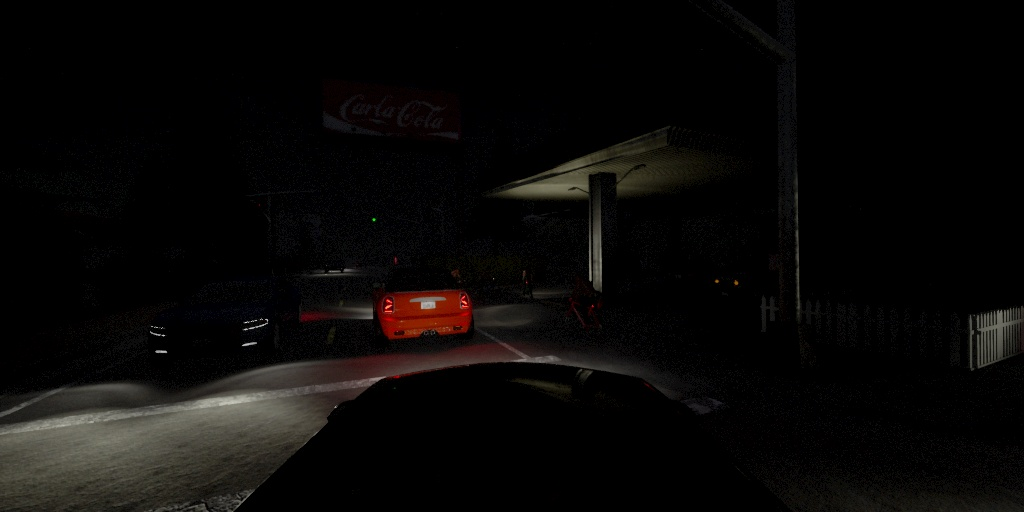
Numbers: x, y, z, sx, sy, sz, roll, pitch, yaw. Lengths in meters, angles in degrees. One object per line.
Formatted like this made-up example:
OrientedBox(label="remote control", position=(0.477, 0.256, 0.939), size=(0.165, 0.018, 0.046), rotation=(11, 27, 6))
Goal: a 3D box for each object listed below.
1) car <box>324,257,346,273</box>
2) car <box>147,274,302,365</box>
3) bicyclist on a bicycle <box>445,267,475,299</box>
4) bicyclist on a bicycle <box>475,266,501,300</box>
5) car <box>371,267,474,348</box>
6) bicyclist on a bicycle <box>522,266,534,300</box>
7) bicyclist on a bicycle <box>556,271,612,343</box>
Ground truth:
OrientedBox(label="car", position=(-23.680, 1.201, 47.821), size=(2.150, 2.045, 5.566), rotation=(-1, 0, -25))
OrientedBox(label="car", position=(-6.253, 1.216, 8.379), size=(1.882, 1.535, 5.008), rotation=(-1, 0, -23))
OrientedBox(label="bicyclist on a bicycle", position=(-2.617, 1.316, 16.374), size=(1.656, 1.620, 0.582), rotation=(1, 0, 37))
OrientedBox(label="bicyclist on a bicycle", position=(-1.309, 1.342, 17.756), size=(1.656, 1.620, 0.582), rotation=(0, 0, -21))
OrientedBox(label="car", position=(-2.539, 1.056, 9.447), size=(2.097, 1.767, 4.553), rotation=(-1, 0, -22))
OrientedBox(label="bicyclist on a bicycle", position=(0.800, 1.330, 17.870), size=(0.582, 1.620, 1.656), rotation=(-1, 0, 16))
OrientedBox(label="bicyclist on a bicycle", position=(1.709, 1.199, 8.660), size=(0.582, 1.620, 1.656), rotation=(3, -2, -42))
